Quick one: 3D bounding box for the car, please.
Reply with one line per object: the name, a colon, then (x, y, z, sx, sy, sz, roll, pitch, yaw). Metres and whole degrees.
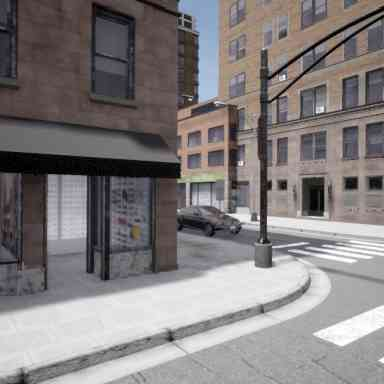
car: (0.651, 1.445, 17.944, 1.812, 1.442, 4.674, 0, 0, -34)
